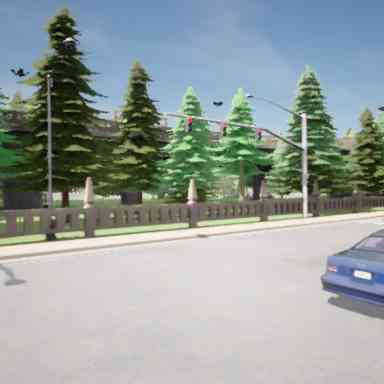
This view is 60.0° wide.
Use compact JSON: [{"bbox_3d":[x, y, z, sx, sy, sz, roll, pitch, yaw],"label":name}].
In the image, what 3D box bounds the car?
[{"bbox_3d":[5.059,1.483,7.346,5.357,1.411,2.033,-1,0,-36],"label":"car"}]
